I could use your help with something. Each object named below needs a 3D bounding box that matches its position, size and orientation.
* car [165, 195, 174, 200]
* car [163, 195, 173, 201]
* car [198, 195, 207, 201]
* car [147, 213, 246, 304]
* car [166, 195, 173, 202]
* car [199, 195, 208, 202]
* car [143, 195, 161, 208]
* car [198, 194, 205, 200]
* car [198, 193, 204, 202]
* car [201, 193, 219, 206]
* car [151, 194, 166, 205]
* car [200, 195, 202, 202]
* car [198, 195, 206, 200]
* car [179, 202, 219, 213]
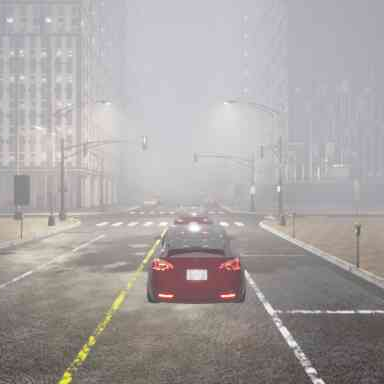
[{"bbox_3d":[-5.825,1.407,86.925,2.008,1.369,4.403,0,0,0],"label":"car"},{"bbox_3d":[-5.816,1.424,81.249,2.008,1.369,4.403,0,0,0],"label":"car"},{"bbox_3d":[2.564,1.418,81.256,1.887,1.381,4.507,0,0,0],"label":"car"},{"bbox_3d":[0.082,1.501,8.196,2.163,1.488,4.792,0,0,0],"label":"car"},{"bbox_3d":[-5.808,1.435,75.574,1.887,1.381,4.507,0,0,0],"label":"car"},{"bbox_3d":[2.573,1.415,75.752,1.752,1.417,4.829,0,0,0],"label":"car"},{"bbox_3d":[-5.893,1.483,47.024,1.752,1.417,4.829,0,0,0],"label":"car"},{"bbox_3d":[2.546,1.361,92.777,1.752,1.417,4.829,0,0,0],"label":"car"},{"bbox_3d":[2.583,1.220,69.907,2.192,1.841,5.009,0,0,0],"label":"car"},{"bbox_3d":[2.747,1.398,47.206,1.967,1.590,4.097,0,0,0],"label":"car"},{"bbox_3d":[-5.871,1.261,52.872,2.192,1.841,5.009,0,0,0],"label":"car"},{"bbox_3d":[2.707,1.497,52.885,2.008,1.369,4.403,0,0,0],"label":"car"},{"bbox_3d":[2.555,1.407,86.931,2.008,1.369,4.403,0,0,0],"label":"car"},{"bbox_3d":[0.062,1.496,17.444,2.163,1.488,4.792,0,0,0],"label":"car"}]
